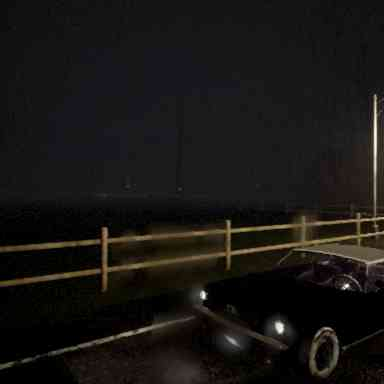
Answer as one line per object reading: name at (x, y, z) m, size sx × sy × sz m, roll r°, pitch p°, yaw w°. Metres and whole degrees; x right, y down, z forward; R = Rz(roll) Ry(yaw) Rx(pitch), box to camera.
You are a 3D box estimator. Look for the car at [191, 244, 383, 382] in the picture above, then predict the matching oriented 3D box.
car at (2.330, 1.636, 5.590) m, size 4.718 × 1.301 × 1.895 m, roll 1°, pitch 0°, yaw -35°
